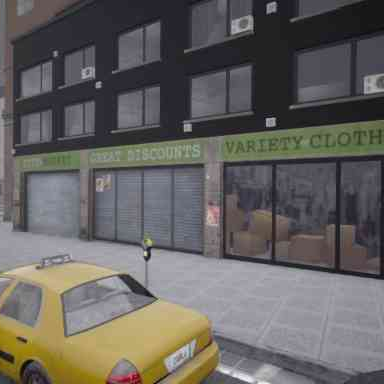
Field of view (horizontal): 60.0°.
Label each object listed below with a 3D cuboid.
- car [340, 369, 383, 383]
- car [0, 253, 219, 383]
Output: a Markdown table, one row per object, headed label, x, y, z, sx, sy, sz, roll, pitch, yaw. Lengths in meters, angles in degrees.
| label | x | y | z | sx | sy | sz | roll | pitch | yaw |
| --- | --- | --- | --- | --- | --- | --- | --- | --- | --- |
| car | 2.701 | 1.551 | 1.167 | 4.403 | 1.369 | 2.008 | 0 | 1 | 35 |
| car | -1.990 | 1.524 | 4.502 | 4.829 | 1.417 | 1.752 | 0 | 1 | 35 |
